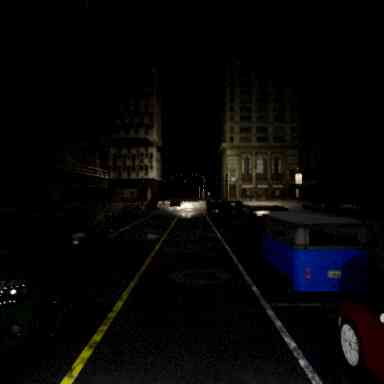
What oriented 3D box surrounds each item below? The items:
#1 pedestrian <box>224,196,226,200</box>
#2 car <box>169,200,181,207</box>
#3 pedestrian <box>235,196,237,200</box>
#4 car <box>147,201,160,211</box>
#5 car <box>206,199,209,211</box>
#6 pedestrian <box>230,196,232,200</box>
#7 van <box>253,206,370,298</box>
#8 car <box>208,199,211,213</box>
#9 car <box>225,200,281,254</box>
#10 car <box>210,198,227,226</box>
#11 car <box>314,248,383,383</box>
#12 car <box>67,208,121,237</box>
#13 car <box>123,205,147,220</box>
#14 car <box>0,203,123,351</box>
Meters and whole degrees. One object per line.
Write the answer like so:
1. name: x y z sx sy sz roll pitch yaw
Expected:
1. pedestrian: 6.152 1.647 62.674 0.375 1.860 0.375 0 0 0
2. car: -2.996 2.051 60.328 1.994 1.385 4.181 0 -1 0
3. pedestrian: 8.152 1.585 62.073 0.375 1.860 0.375 0 0 0
4. car: -5.659 1.964 48.034 1.947 1.339 4.313 0 0 0
5. car: 2.865 1.939 42.383 1.802 1.307 4.206 0 0 0
6. pedestrian: 7.152 1.617 61.474 0.375 1.860 0.375 0 0 0
7. van: 2.853 1.418 8.493 1.690 1.788 3.998 0 -1 0
8. car: 2.860 1.709 31.087 1.967 1.590 4.097 0 0 0
9. car: 2.854 1.442 14.142 2.192 1.841 5.009 0 0 0
10. car: 2.858 1.538 25.439 2.192 1.841 5.009 0 0 0
11. car: 2.852 1.571 2.844 1.887 1.381 4.507 0 -1 0
12. car: -5.668 1.720 19.789 1.887 1.381 4.507 0 0 0
13. car: -5.664 1.850 31.087 1.802 1.307 4.206 0 0 0
14. car: -3.098 1.282 6.646 2.150 2.045 5.566 0 0 0
